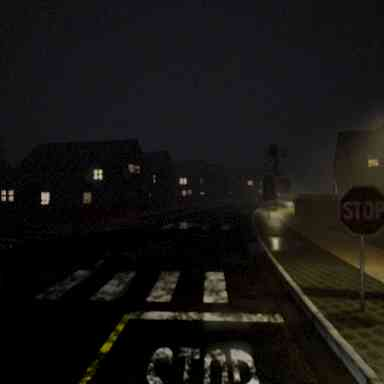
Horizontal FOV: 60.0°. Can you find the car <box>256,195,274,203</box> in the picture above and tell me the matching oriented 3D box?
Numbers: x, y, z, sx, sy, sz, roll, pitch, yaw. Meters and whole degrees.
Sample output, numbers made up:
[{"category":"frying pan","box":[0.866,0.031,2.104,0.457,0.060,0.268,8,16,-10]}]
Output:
[{"category":"car","box":[12.360,1.231,57.112,1.895,1.301,4.718,0,0,25]}]

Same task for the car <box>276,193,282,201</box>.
[{"category":"car","box":[16.700,1.025,66.405,2.128,1.511,4.902,0,0,28]}]
